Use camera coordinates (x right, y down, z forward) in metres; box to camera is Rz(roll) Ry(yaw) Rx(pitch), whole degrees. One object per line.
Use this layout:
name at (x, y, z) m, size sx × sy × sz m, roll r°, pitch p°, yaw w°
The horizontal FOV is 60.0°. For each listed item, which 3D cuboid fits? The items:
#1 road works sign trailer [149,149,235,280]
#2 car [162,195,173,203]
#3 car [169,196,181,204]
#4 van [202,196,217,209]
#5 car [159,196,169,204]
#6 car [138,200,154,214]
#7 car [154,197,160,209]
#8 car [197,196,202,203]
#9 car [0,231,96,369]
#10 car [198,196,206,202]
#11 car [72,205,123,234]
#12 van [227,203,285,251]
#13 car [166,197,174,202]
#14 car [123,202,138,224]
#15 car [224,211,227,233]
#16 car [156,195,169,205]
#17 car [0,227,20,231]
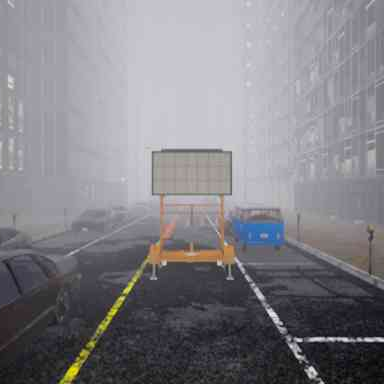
road works sign trailer at (-0.004, 0.507, 10.089) m, size 2.380 × 3.560 × 2.880 m, roll 0°, pitch 0°, yaw 0°
car at (-5.720, 1.600, 76.865) m, size 2.192 × 1.841 × 5.009 m, roll 0°, pitch 0°, yaw 0°
car at (-3.022, 1.769, 63.551) m, size 1.812 × 1.442 × 4.674 m, roll 0°, pitch 0°, yaw 0°
van at (2.669, 1.534, 48.382) m, size 1.690 × 1.788 × 3.998 m, roll 0°, pitch 0°, yaw 0°
car at (-5.714, 1.797, 59.773) m, size 1.947 × 1.339 × 4.313 m, roll 0°, pitch 0°, yaw 0°
car at (-5.707, 1.733, 36.985) m, size 1.802 × 1.307 × 4.206 m, roll 0°, pitch 0°, yaw 0°
car at (-5.711, 1.774, 48.379) m, size 1.802 × 1.307 × 4.206 m, roll 0°, pitch 0°, yaw 0°
car at (2.661, 1.836, 76.866) m, size 2.008 × 1.369 × 4.403 m, roll 0°, pitch 0°, yaw 0°
car at (-3.102, 1.566, 4.366) m, size 2.033 × 1.411 × 5.357 m, roll 0°, pitch 0°, yaw 0°
car at (2.657, 1.869, 88.261) m, size 2.008 × 1.369 × 4.403 m, roll 0°, pitch 0°, yaw 0°
car at (-5.701, 1.649, 19.894) m, size 1.947 × 1.339 × 4.313 m, roll 0°, pitch 0°, yaw 0°
van at (2.680, 1.401, 14.201) m, size 1.690 × 1.788 × 3.998 m, roll 0°, pitch 0°, yaw 0°
car at (-5.723, 1.900, 88.259) m, size 1.802 × 1.307 × 4.206 m, roll 0°, pitch 0°, yaw 0°
car at (-5.703, 1.651, 25.591) m, size 1.887 × 1.381 × 4.507 m, roll 0°, pitch 0°, yaw 0°
car at (2.679, 1.665, 19.896) m, size 1.802 × 1.307 × 4.206 m, roll 0°, pitch 0°, yaw 0°
car at (-5.717, 1.565, 65.470) m, size 2.192 × 1.841 × 5.009 m, roll 0°, pitch 0°, yaw 0°
car at (-5.697, 1.602, 8.501) m, size 1.947 × 1.339 × 4.313 m, roll 0°, pitch 0°, yaw 0°
